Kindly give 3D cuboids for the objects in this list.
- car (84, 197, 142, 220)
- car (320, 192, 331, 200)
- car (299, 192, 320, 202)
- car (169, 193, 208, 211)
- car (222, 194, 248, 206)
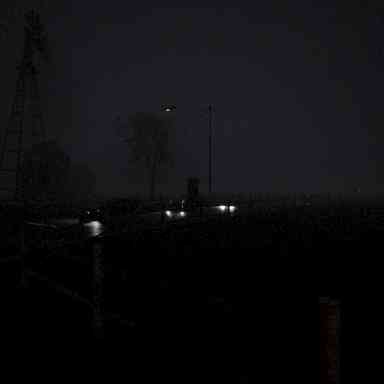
[{"bbox_3d":[-5.992,1.206,25.663,1.837,1.490,4.892,1,2,35],"label":"car"},{"bbox_3d":[24.709,0.710,62.576,1.994,1.385,4.181,1,1,36],"label":"car"},{"bbox_3d":[18.912,0.801,54.392,1.812,1.442,4.674,1,2,35],"label":"car"},{"bbox_3d":[-0.349,0.924,33.614,2.097,1.767,4.553,1,2,35],"label":"car"},{"bbox_3d":[5.425,1.005,41.760,1.994,1.385,4.181,1,2,35],"label":"car"}]
